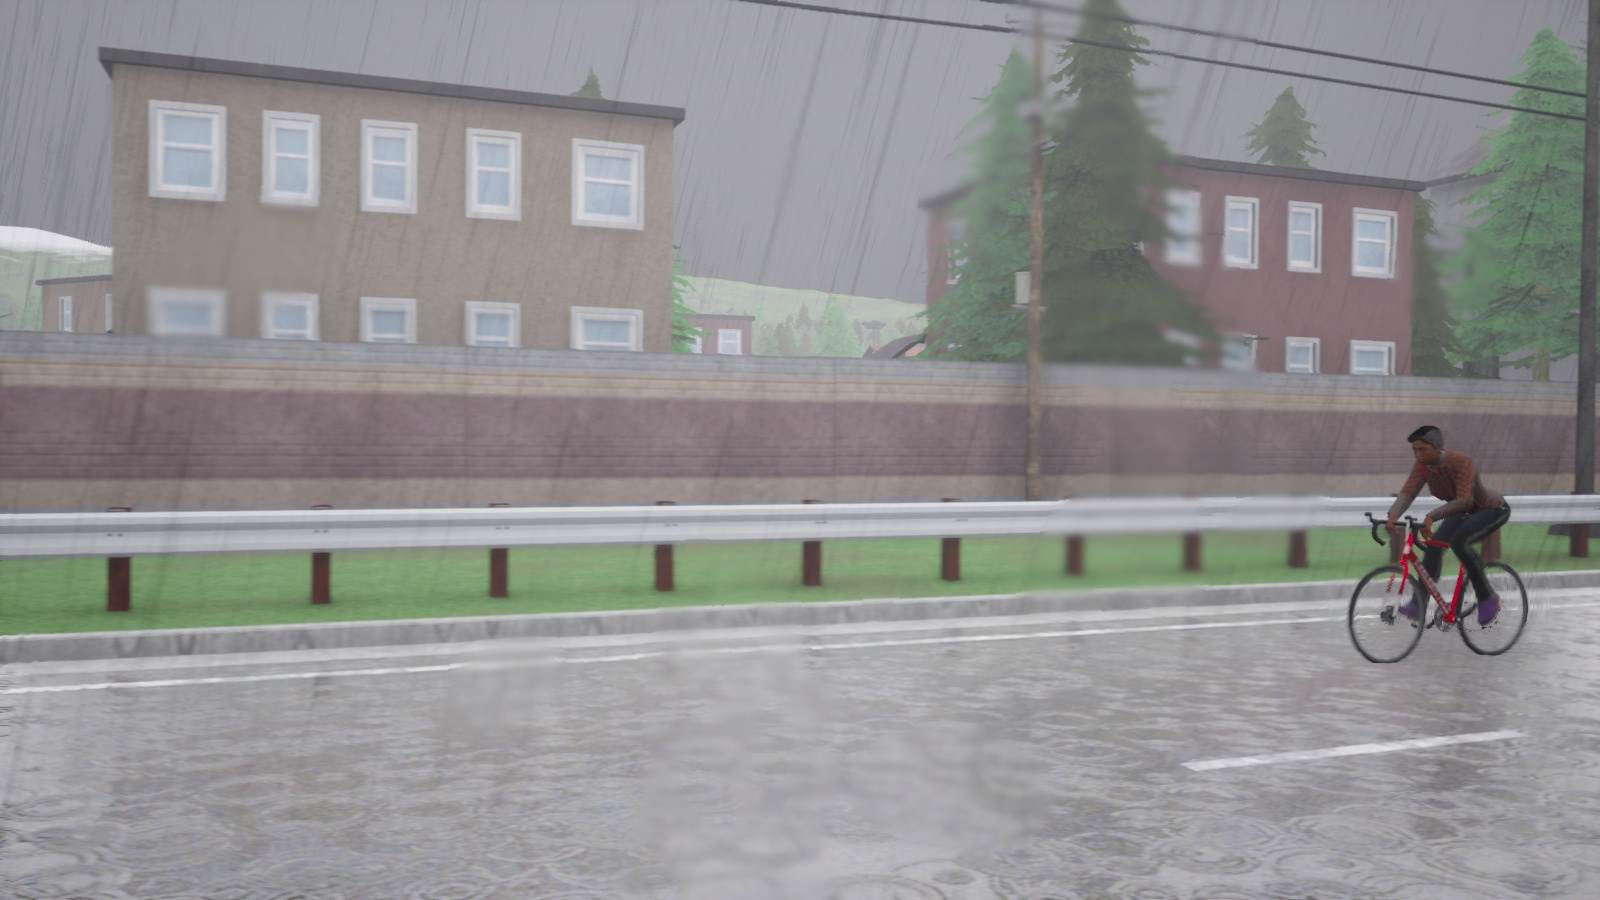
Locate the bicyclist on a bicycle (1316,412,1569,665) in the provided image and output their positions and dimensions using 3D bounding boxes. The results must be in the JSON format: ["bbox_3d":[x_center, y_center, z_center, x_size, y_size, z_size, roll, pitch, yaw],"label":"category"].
[{"bbox_3d":[4.438,0.562,8.666,1.656,1.620,0.582,-1,1,-21],"label":"bicyclist on a bicycle"}]
